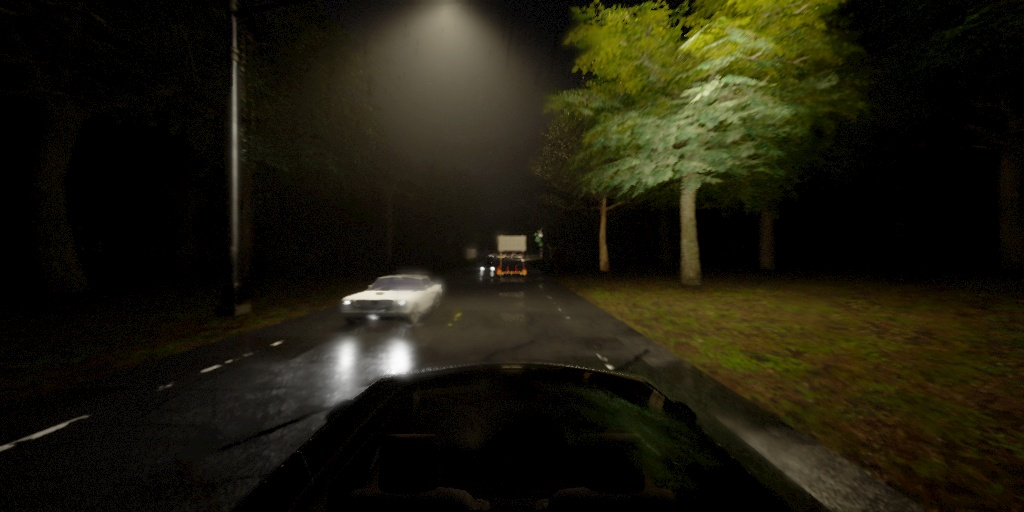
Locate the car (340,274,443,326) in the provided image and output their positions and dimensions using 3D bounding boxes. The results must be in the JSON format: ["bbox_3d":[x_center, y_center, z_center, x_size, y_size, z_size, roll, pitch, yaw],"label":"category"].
[{"bbox_3d":[-3.597,1.290,11.552,1.895,1.301,4.718,0,0,0],"label":"car"}]

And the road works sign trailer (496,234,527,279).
[{"bbox_3d":[-0.004,0.027,29.308,2.380,3.560,2.880,0,0,0],"label":"road works sign trailer"}]

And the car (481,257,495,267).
[{"bbox_3d":[-3.545,0.867,53.739,1.837,1.490,4.892,0,1,1],"label":"car"}]
